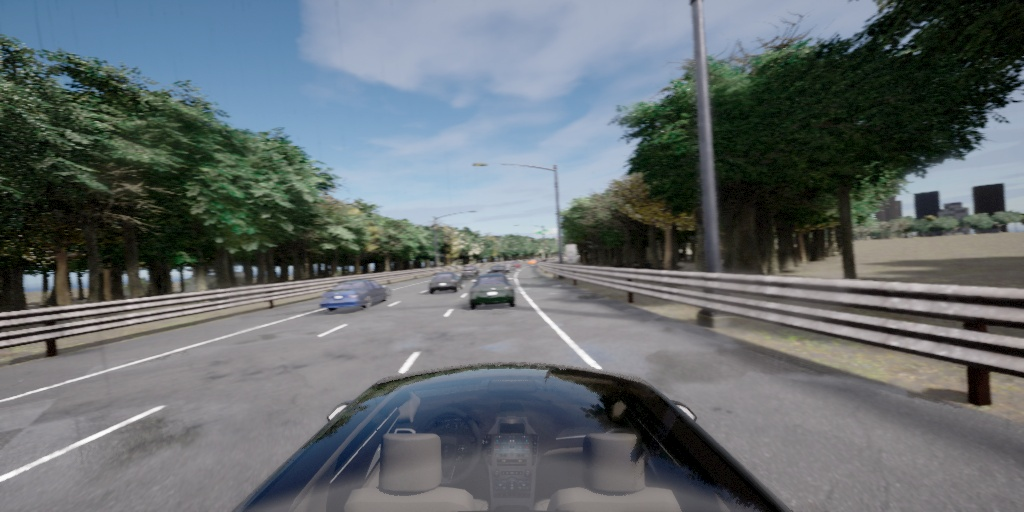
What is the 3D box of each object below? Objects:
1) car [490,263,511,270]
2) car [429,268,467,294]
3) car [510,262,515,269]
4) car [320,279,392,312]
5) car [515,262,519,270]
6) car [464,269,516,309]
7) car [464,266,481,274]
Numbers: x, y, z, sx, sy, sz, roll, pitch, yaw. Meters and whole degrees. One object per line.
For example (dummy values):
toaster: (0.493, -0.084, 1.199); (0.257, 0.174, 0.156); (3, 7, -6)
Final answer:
car: (-1.370, 1.687, 35.849); (1.837, 1.490, 4.892); (-3, -1, 0)
car: (-4.592, 1.826, 25.371); (1.994, 1.385, 4.181); (-3, -1, -2)
car: (-1.050, 1.927, 51.996); (1.895, 1.301, 4.718); (-3, -1, 2)
car: (-7.889, 1.930, 18.570); (2.033, 1.411, 5.357); (-3, -1, -2)
car: (-0.383, 1.899, 63.963); (2.128, 1.511, 4.902); (-3, -1, 4)
car: (-0.906, 1.524, 16.645); (1.994, 1.385, 4.181); (-3, -1, -3)
car: (-4.702, 1.921, 41.305); (2.128, 1.511, 4.902); (-3, -1, 0)
